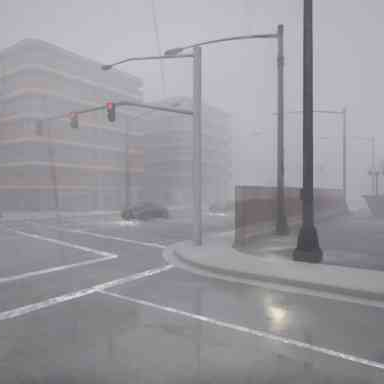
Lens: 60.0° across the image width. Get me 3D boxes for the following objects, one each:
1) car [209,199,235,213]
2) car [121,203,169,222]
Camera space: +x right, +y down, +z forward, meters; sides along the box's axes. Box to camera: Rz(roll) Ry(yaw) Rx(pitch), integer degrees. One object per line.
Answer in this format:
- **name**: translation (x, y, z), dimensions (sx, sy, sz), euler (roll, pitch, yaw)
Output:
- **car**: translation (3.672, 1.525, 37.578), dimensions (1.812, 1.442, 4.674), euler (0, 0, 35)
- **car**: translation (-3.728, 1.564, 26.834), dimensions (1.994, 1.385, 4.181), euler (0, 0, 35)
